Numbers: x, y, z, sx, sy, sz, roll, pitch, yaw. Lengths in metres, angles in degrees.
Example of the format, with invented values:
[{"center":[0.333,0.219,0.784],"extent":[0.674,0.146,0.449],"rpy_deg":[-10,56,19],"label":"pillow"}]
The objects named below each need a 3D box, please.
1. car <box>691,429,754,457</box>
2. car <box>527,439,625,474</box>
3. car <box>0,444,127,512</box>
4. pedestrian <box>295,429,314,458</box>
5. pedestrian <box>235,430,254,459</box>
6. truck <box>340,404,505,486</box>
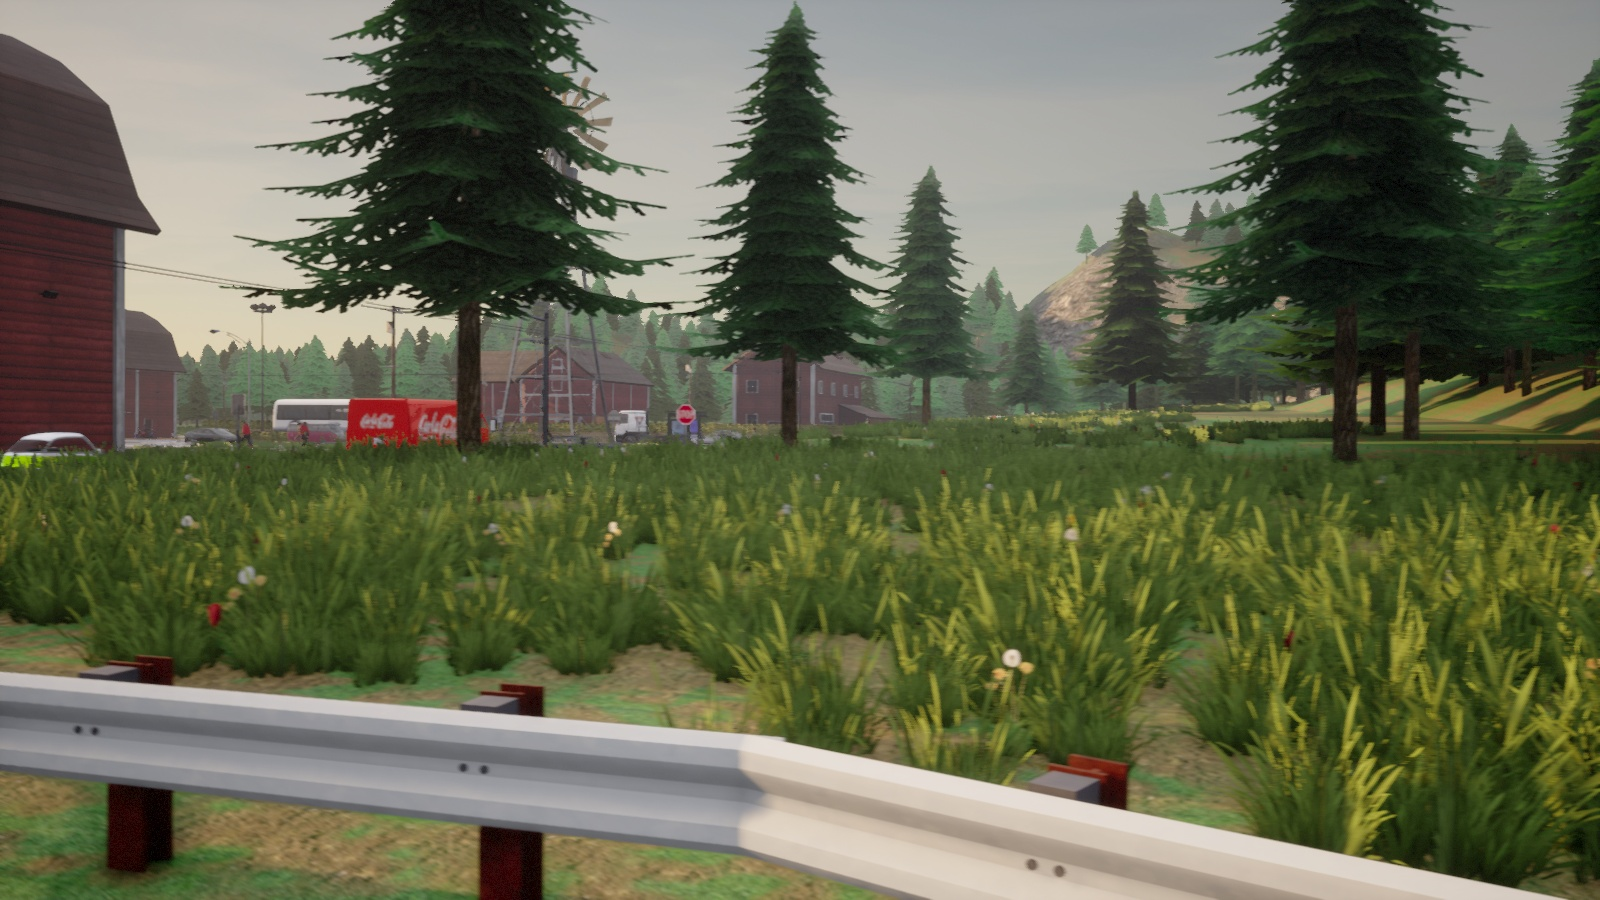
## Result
[{"center":[-4.619,-0.456,75.884],"extent":[2.152,1.651,5.027],"rpy_deg":[0,1,17],"label":"car"},{"center":[-8.952,0.251,50.549],"extent":[1.895,1.301,4.718],"rpy_deg":[0,1,18],"label":"car"},{"center":[-16.235,0.585,27.504],"extent":[1.481,1.376,2.207],"rpy_deg":[0,1,18],"label":"car"},{"center":[-31.897,-0.399,80.835],"extent":[0.899,1.844,0.634],"rpy_deg":[0,1,23],"label":"pedestrian"},{"center":[-36.108,-0.372,81.665],"extent":[0.899,1.844,0.634],"rpy_deg":[0,1,17],"label":"pedestrian"},{"center":[-12.080,-0.176,40.658],"extent":[2.627,2.467,5.204],"rpy_deg":[0,1,18],"label":"truck"}]
